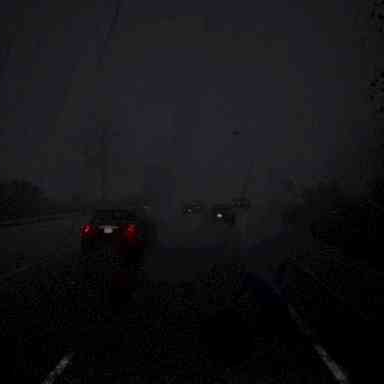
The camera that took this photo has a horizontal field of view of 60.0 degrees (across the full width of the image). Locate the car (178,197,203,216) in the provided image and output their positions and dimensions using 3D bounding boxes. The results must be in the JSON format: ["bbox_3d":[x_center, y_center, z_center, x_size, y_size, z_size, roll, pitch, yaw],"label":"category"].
[{"bbox_3d":[0.292,1.534,33.098,1.812,1.442,4.674,0,0,12],"label":"car"}]

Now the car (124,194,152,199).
[{"bbox_3d":[-6.149,1.214,37.188,2.150,2.045,5.566,0,0,14],"label":"car"}]

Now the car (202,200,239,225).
[{"bbox_3d":[2.194,1.576,24.540,1.994,1.385,4.181,0,0,9],"label":"car"}]

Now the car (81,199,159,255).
[{"bbox_3d":[-2.707,1.351,13.563,2.097,1.767,4.553,0,0,5],"label":"car"}]

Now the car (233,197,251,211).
[{"bbox_3d":[6.157,1.380,41.672,2.097,1.767,4.553,0,0,16],"label":"car"}]

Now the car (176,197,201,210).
[{"bbox_3d":[-0.395,1.483,44.941,1.882,1.535,5.008,0,0,18],"label":"car"}]
